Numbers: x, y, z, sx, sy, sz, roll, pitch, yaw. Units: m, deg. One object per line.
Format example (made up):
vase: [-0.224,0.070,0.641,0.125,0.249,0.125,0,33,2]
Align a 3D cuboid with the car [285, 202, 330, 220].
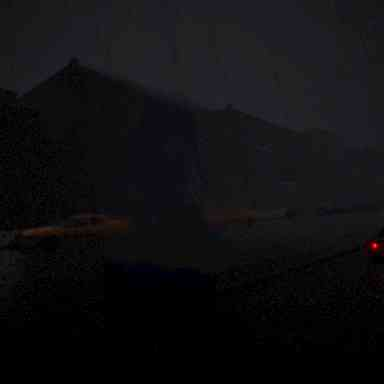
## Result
car: [10.549,1.722,31.128,4.892,1.521,2.231,0,-1,-45]

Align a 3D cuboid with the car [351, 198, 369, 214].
car: [18.348,1.586,38.814,4.553,1.767,2.185,0,-1,-45]

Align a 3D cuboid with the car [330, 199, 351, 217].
car: [14.482,1.756,35.002,4.674,1.452,2.002,0,-1,-45]

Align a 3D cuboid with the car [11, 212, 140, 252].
car: [-5.335,1.737,15.484,5.366,1.575,1.946,0,-1,-45]

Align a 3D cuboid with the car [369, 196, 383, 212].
car: [22.285,1.581,42.690,4.553,1.767,2.185,0,-1,-45]

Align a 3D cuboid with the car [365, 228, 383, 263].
car: [7.611,1.647,11.193,4.718,1.301,1.895,0,-1,-44]

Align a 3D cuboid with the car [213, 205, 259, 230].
car: [2.540,1.728,23.239,5.366,1.575,1.946,0,-1,-45]

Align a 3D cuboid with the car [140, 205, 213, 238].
car: [-1.247,1.610,19.517,4.553,1.767,2.185,0,-1,-45]
